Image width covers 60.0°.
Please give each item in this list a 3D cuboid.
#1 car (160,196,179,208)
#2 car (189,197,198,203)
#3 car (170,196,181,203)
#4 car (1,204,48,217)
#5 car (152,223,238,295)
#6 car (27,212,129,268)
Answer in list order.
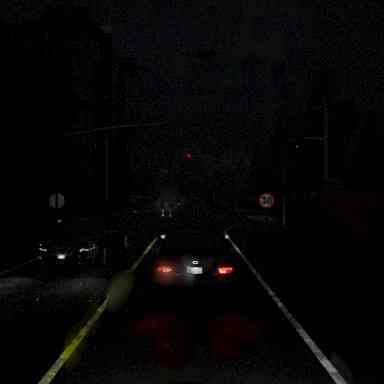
[{"bbox_3d":[-3.495,1.491,48.300,2.128,1.511,4.902,0,0,0],"label":"car"},{"bbox_3d":[0.244,1.601,69.643,1.895,1.301,4.718,0,0,0],"label":"car"},{"bbox_3d":[-3.359,1.547,68.884,2.033,1.411,5.357,0,0,0],"label":"car"},{"bbox_3d":[-13.363,1.579,25.858,4.181,1.385,1.994,0,0,-1],"label":"car"},{"bbox_3d":[0.077,1.547,8.870,2.033,1.411,5.357,0,0,0],"label":"car"},{"bbox_3d":[-3.459,1.505,11.409,1.837,1.490,4.892,0,0,2],"label":"car"}]
